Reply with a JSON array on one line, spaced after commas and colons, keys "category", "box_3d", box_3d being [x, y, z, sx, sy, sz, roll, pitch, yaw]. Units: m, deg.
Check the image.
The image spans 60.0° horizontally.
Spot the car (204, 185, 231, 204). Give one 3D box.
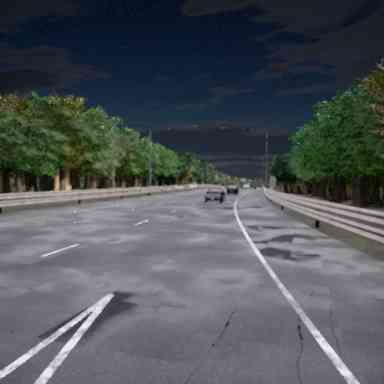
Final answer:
[{"category": "car", "box_3d": [2.503, 0.363, 35.005, 2.128, 1.511, 4.902, 0, 2, 11]}]

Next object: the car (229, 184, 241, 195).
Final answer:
[{"category": "car", "box_3d": [7.024, -0.357, 57.192, 1.882, 1.535, 5.008, 0, 2, 11]}]
